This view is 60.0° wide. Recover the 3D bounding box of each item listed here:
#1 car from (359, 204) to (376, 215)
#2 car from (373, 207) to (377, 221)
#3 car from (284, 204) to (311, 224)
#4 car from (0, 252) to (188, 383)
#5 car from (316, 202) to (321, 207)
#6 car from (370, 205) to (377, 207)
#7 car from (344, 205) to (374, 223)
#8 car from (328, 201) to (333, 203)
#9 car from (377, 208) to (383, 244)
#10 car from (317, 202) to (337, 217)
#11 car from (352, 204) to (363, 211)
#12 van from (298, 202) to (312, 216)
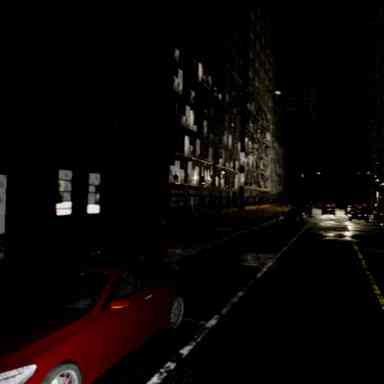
[{"bbox_3d":[28.410,2.820,53.889,1.967,1.590,4.097,2,0,23],"label":"car"},{"bbox_3d":[19.563,2.479,32.911,2.008,1.369,4.403,2,-1,23],"label":"car"},{"bbox_3d":[9.635,2.157,30.928,2.008,1.369,4.403,2,-1,23],"label":"car"},{"bbox_3d":[-1.420,1.587,4.706,1.802,1.307,4.206,2,-1,23],"label":"car"},{"bbox_3d":[33.957,3.373,88.619,1.887,1.381,4.507,2,0,23],"label":"car"},{"bbox_3d":[21.774,2.594,38.155,2.008,1.369,4.403,2,-1,23],"label":"car"},{"bbox_3d":[17.825,2.448,35.671,2.033,1.411,5.357,2,-1,23],"label":"car"},{"bbox_3d":[35.765,3.214,85.977,2.097,1.767,4.553,2,0,23],"label":"car"},{"bbox_3d":[10.236,1.696,15.371,2.150,2.045,5.566,2,-1,23],"label":"car"},{"bbox_3d":[18.655,2.560,45.403,2.033,1.411,5.357,2,-1,23],"label":"car"},{"bbox_3d":[37.251,3.365,74.866,1.887,1.381,4.507,2,0,23],"label":"car"},{"bbox_3d":[14.064,2.180,41.419,1.690,1.788,3.998,2,-1,23],"label":"van"}]
